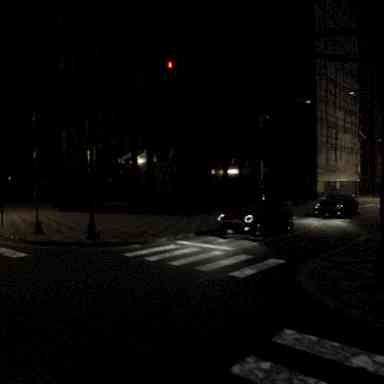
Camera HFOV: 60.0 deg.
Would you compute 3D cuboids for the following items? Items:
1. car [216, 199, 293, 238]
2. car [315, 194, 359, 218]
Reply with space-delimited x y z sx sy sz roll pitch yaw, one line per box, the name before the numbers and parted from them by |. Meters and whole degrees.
car | 3.234 1.181 16.808 2.097 1.767 4.553 -1 0 43
car | 11.191 0.990 25.607 2.097 1.767 4.553 -1 0 42
